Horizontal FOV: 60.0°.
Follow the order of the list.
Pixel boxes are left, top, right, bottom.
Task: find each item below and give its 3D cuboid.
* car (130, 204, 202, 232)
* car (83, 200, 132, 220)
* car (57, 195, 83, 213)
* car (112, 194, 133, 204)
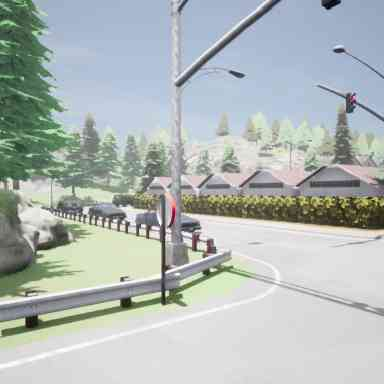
[{"bbox_3d":[-1.674,1.739,20.972,2.033,1.411,5.357,0,0,-38],"label":"car"},{"bbox_3d":[-7.608,1.739,29.436,2.033,1.411,5.357,0,0,-35],"label":"car"},{"bbox_3d":[-14.435,1.412,39.251,2.150,2.045,5.566,0,0,-31],"label":"car"},{"bbox_3d":[-10.393,1.398,54.114,2.150,2.045,5.566,0,0,37],"label":"car"}]
